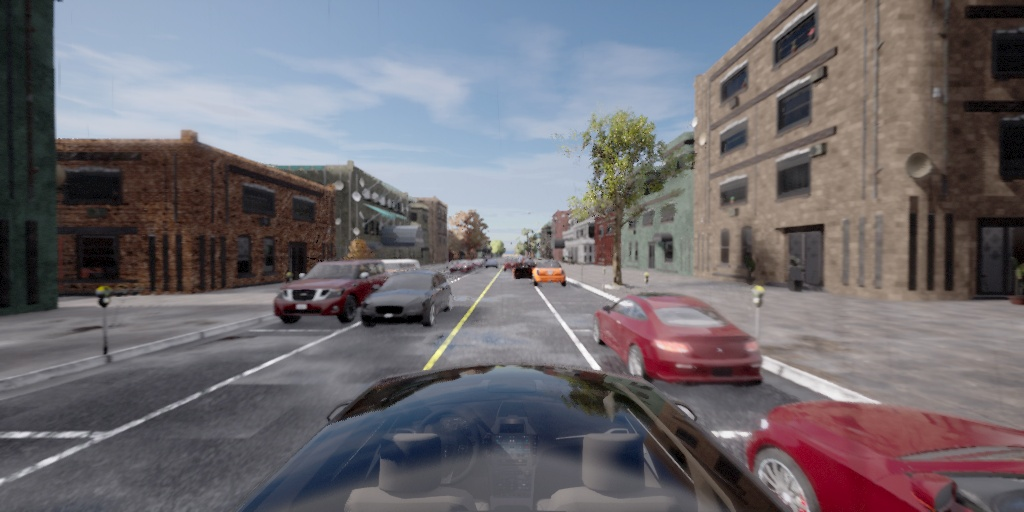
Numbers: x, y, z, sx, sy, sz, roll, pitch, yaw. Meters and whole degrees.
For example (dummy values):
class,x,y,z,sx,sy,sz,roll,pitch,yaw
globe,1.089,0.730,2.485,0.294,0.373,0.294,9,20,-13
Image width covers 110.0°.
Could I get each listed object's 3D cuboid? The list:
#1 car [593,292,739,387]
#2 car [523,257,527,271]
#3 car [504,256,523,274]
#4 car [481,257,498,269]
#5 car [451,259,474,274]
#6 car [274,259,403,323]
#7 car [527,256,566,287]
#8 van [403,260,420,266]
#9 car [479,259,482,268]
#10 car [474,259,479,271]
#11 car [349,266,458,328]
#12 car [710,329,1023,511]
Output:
class,x,y,z,sx,sy,sz,roll,pitch,yaw
car,2.695,1.324,6.659,1.802,1.307,4.207,0,0,0
car,2.700,1.224,56.594,1.948,1.339,4.313,0,0,0
car,0.041,1.026,46.717,2.097,1.767,4.553,0,0,0
car,-3.045,1.209,54.417,2.033,1.411,5.357,0,0,1
car,-5.683,1.127,39.947,1.967,1.591,4.097,0,0,0
car,-5.686,1.048,12.206,2.192,1.841,5.009,0,0,0
car,2.390,1.065,24.552,2.097,1.767,4.553,0,0,0
van,-5.685,1.065,17.754,1.690,1.789,3.998,0,0,0
car,-5.681,1.240,56.592,1.802,1.307,4.207,0,0,0
car,-5.682,1.223,45.496,1.888,1.381,4.507,0,0,0
car,-3.098,1.239,11.432,1.837,1.490,4.892,0,0,0
car,2.694,1.333,1.110,1.802,1.307,4.207,0,0,0
